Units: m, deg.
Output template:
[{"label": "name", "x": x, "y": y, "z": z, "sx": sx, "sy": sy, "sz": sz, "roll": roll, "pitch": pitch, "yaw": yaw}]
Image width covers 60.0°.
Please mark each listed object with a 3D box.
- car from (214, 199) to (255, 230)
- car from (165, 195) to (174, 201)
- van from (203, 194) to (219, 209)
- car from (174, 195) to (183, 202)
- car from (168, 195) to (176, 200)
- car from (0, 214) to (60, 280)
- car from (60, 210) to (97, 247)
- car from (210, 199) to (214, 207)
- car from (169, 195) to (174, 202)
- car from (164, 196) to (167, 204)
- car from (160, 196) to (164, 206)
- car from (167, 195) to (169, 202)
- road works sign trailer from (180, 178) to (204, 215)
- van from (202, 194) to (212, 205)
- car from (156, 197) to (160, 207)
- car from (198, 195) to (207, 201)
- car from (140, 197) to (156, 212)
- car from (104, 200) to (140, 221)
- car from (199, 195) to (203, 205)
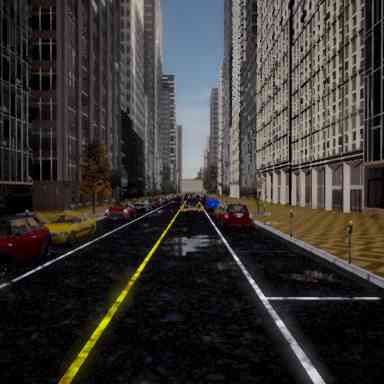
[{"label": "car", "x": 2.682, "y": 1.436, "z": 20.977, "sx": 1.967, "sy": 1.590, "sz": 4.097, "roll": -1, "pitch": 0, "yaw": 0}, {"label": "car", "x": -5.697, "y": 1.536, "z": 83.496, "sx": 2.008, "sy": 1.369, "sz": 4.403, "roll": -1, "pitch": 0, "yaw": 0}, {"label": "van", "x": 2.681, "y": 1.333, "z": 43.711, "sx": 1.690, "sy": 1.788, "sz": 3.998, "roll": -1, "pitch": 0, "yaw": 0}, {"label": "car", "x": -3.000, "y": 1.490, "z": 76.725, "sx": 1.994, "sy": 1.385, "sz": 4.181, "roll": 0, "pitch": 0, "yaw": 0}, {"label": "car", "x": -5.697, "y": 1.565, "z": 94.863, "sx": 1.802, "sy": 1.307, "sz": 4.206, "roll": -1, "pitch": 0, "yaw": 0}, {"label": "car", "x": -5.699, "y": 1.438, "z": 9.609, "sx": 1.967, "sy": 1.590, "sz": 4.097, "roll": -1, "pitch": 0, "yaw": 0}, {"label": "car", "x": -5.698, "y": 1.522, "z": 15.123, "sx": 1.752, "sy": 1.417, "sz": 4.829, "roll": -1, "pitch": 0, "yaw": 0}, {"label": "car", "x": 2.683, "y": 1.520, "z": 26.830, "sx": 1.752, "sy": 1.417, "sz": 4.829, "roll": -1, "pitch": 0, "yaw": 0}, {"label": "car", "x": -5.698, "y": 1.538, "z": 72.129, "sx": 2.008, "sy": 1.369, "sz": 4.403, "roll": -1, "pitch": 0, "yaw": 0}, {"label": "car", "x": -5.698, "y": 1.541, "z": 55.078, "sx": 2.008, "sy": 1.369, "sz": 4.403, "roll": -1, "pitch": 0, "yaw": 0}, {"label": "car", "x": -5.697, "y": 1.536, "z": 49.395, "sx": 1.887, "sy": 1.381, "sz": 4.507, "roll": -1, "pitch": 0, "yaw": 0}, {"label": "car", "x": -5.697, "y": 1.572, "z": 60.762, "sx": 1.802, "sy": 1.307, "sz": 4.206, "roll": -1, "pitch": 0, "yaw": 0}, {"label": "road works sign trailer", "x": -0.012, "y": 0.423, "z": 34.043, "sx": 2.380, "sy": 3.560, "sz": 2.880, "roll": -1, "pitch": 1, "yaw": 0}, {"label": "van", "x": 2.681, "y": 1.331, "z": 60.762, "sx": 1.690, "sy": 1.788, "sz": 3.998, "roll": -1, "pitch": 0, "yaw": 0}, {"label": "car", "x": -5.697, "y": 1.558, "z": 43.711, "sx": 1.947, "sy": 1.339, "sz": 4.313, "roll": -1, "pitch": 0, "yaw": 0}, {"label": "car", "x": 2.683, "y": 1.536, "z": 83.496, "sx": 2.008, "sy": 1.369, "sz": 4.403, "roll": -1, "pitch": 0, "yaw": 0}, {"label": "car", "x": -5.698, "y": 1.544, "z": 38.027, "sx": 2.008, "sy": 1.369, "sz": 4.403, "roll": -1, "pitch": 0, "yaw": 0}, {"label": "car", "x": -5.699, "y": 1.435, "z": 26.660, "sx": 1.967, "sy": 1.590, "sz": 4.097, "roll": -1, "pitch": 0, "yaw": 0}, {"label": "car", "x": 2.681, "y": 1.306, "z": 55.078, "sx": 2.192, "sy": 1.841, "sz": 5.009, "roll": -1, "pitch": 0, "yaw": 0}]
